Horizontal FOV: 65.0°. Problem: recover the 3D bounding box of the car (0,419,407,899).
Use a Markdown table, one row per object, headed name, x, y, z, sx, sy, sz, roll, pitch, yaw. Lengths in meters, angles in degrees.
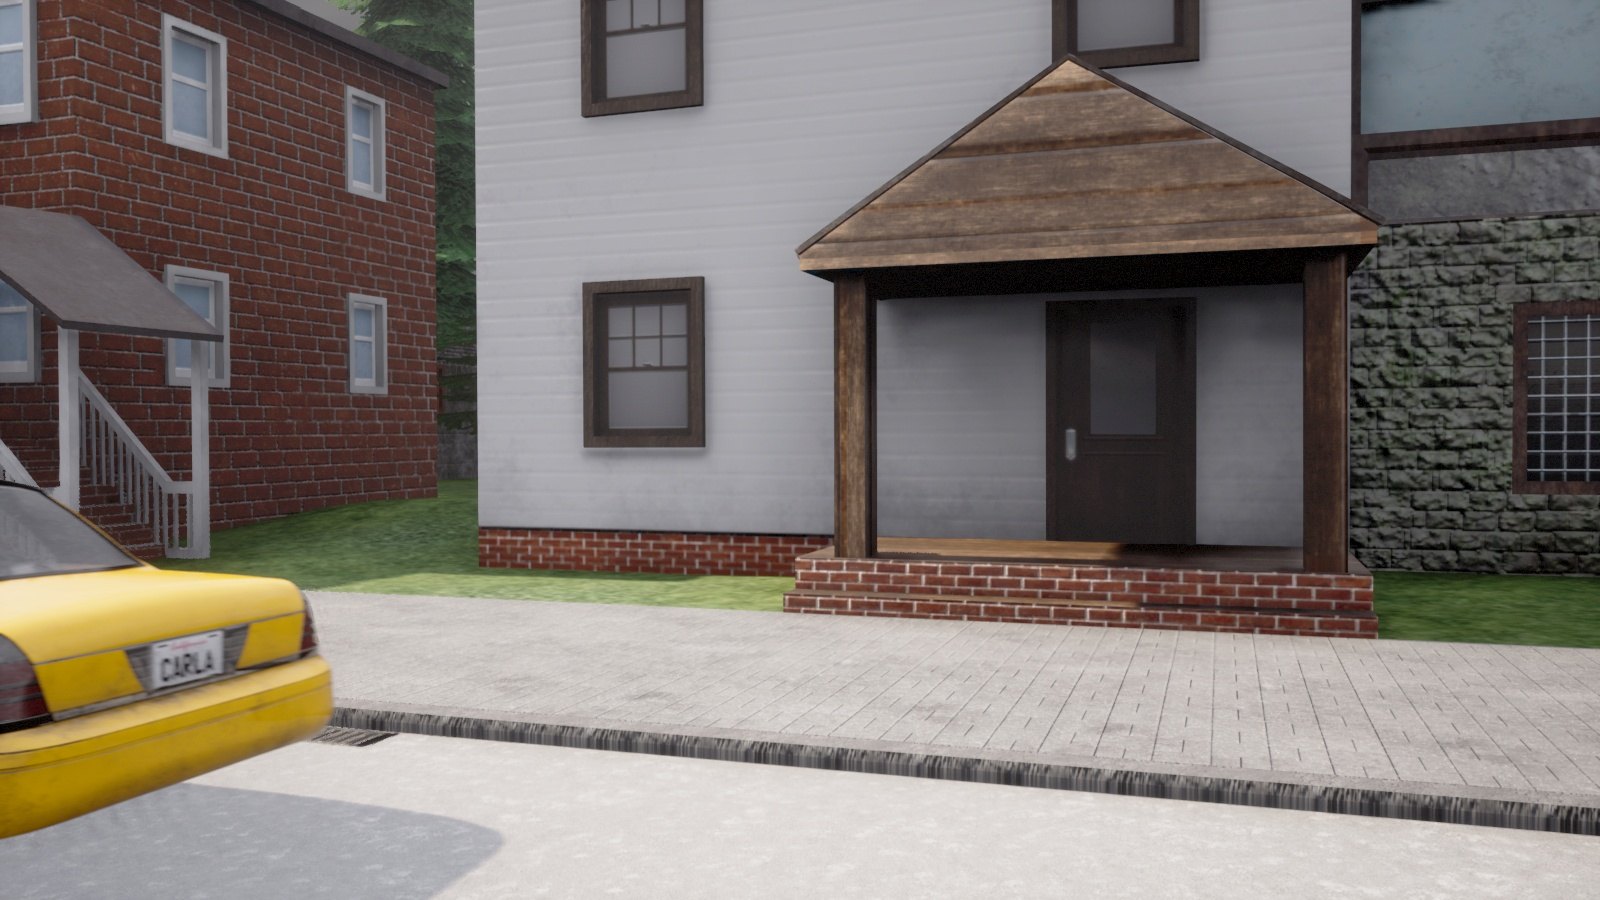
| name | x | y | z | sx | sy | sz | roll | pitch | yaw |
| --- | --- | --- | --- | --- | --- | --- | --- | --- | --- |
| car | -4.464 | 0.666 | 5.225 | 5.366 | 1.575 | 1.801 | 1 | 1 | 19 |
